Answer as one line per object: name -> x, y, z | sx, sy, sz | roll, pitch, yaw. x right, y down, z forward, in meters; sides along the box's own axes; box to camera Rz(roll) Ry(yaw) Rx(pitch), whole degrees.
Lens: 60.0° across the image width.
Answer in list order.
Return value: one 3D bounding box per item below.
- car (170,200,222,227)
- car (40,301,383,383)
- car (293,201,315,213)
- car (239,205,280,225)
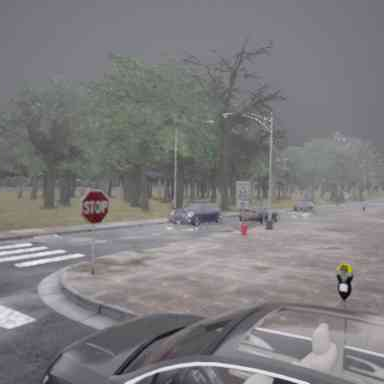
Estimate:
car -> 0.362, 1.523, 24.759 | 2.097, 1.767, 4.553 | 2, 0, 36
car -> 0.637, 1.550, 2.336 | 4.403, 1.369, 2.008 | 0, 1, 36
car -> 15.426, 2.018, 45.670 | 1.837, 1.490, 4.892 | 2, -1, 36
car -> 5.592, 1.781, 26.996 | 2.128, 1.511, 4.902 | 2, 0, 36
